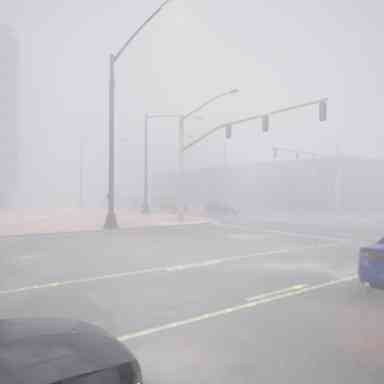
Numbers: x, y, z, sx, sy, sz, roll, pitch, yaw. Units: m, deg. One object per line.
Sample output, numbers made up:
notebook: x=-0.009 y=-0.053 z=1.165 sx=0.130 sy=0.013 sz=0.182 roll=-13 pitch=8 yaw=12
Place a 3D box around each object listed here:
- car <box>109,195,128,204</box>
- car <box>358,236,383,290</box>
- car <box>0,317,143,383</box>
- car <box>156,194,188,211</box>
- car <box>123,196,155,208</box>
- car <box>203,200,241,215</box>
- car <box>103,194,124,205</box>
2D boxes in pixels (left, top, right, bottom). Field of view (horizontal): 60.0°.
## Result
car: x=-14.988 y=1.514 z=67.899 sx=2.097 sy=1.767 sz=4.553 roll=0 pitch=0 yaw=-36
car: x=6.016 y=1.535 z=8.046 sx=5.008 sy=1.535 sz=1.882 roll=0 pitch=0 yaw=-35
car: x=-2.617 y=1.499 z=1.883 sx=4.892 sy=1.490 sz=1.837 roll=0 pitch=0 yaw=-35
car: x=-2.405 y=1.493 z=43.972 sx=2.097 sy=1.767 sz=4.553 roll=0 pitch=0 yaw=-36
car: x=-8.404 y=1.632 z=52.364 sx=2.128 sy=1.511 sz=4.902 roll=0 pitch=0 yaw=-35
car: x=3.203 y=1.634 z=36.140 sx=2.128 sy=1.511 sz=4.902 roll=0 pitch=0 yaw=-36
car: x=-14.427 y=1.361 z=60.863 sx=2.150 sy=2.045 sz=5.566 roll=0 pitch=0 yaw=-37
